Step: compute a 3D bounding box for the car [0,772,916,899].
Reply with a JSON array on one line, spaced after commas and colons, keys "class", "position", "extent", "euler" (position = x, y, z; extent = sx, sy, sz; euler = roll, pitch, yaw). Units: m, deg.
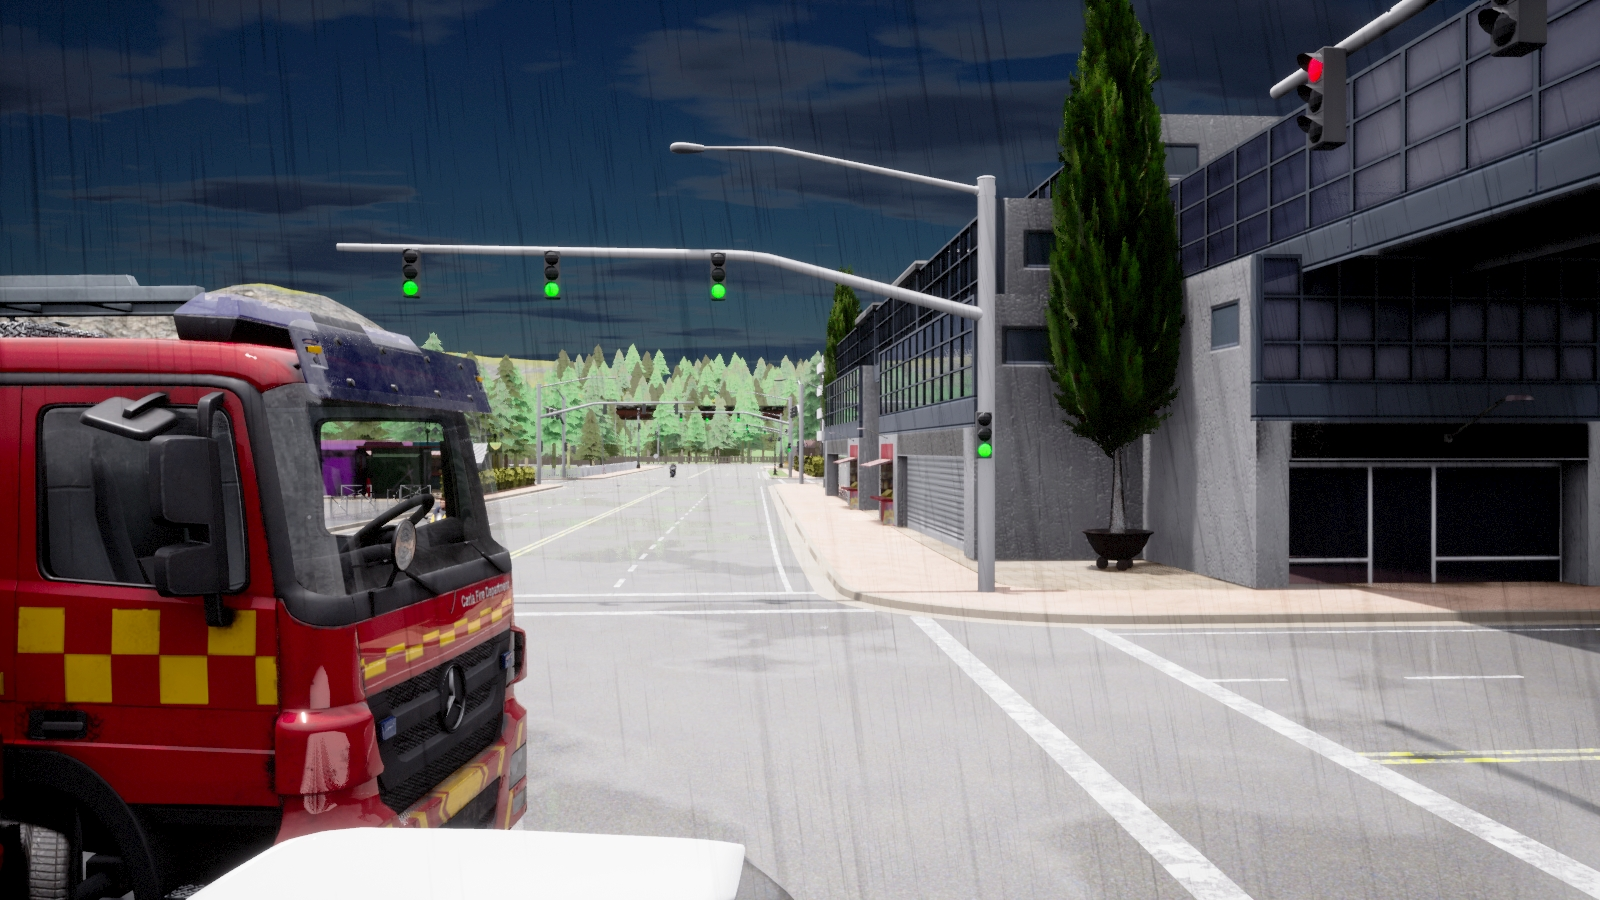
[{"class": "car", "position": [-1.549, 2.065, 3.579], "extent": [3.806, 1.475, 1.970], "euler": [0, 0, 5]}]

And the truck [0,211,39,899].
[{"class": "truck", "position": [-7.587, 0.890, 3.490], "extent": [8.468, 3.827, 2.891], "euler": [0, 0, -3]}]

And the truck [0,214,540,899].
[{"class": "truck", "position": [-6.102, 0.890, 6.659], "extent": [8.468, 3.827, 2.891], "euler": [0, 0, 4]}]
